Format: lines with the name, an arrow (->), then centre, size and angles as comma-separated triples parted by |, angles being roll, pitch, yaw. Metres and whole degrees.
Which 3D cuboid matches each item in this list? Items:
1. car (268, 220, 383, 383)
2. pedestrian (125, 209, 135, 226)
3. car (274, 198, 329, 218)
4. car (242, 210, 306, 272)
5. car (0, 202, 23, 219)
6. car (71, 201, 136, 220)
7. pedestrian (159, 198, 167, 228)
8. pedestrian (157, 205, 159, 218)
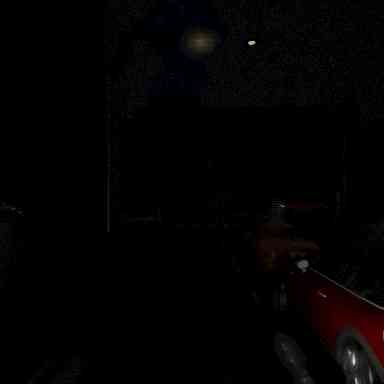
car -> 2.641, 1.441, 4.989 | 1.967, 1.590, 4.097 | 0, 0, 0
pedestrian -> -3.777, 1.149, 20.202 | 0.375, 1.860, 0.375 | 0, 0, 0
car -> 9.620, 1.349, 29.524 | 4.553, 1.767, 2.097 | 0, 0, 0
car -> 2.638, 1.529, 10.597 | 1.752, 1.417, 4.829 | 0, 0, 0
car -> -17.485, 1.572, 29.434 | 4.674, 1.442, 1.812 | 0, 0, 0
car -> -6.970, 1.484, 26.514 | 5.008, 1.535, 1.882 | 0, 0, 0
pedestrian -> -1.739, 1.302, 20.967 | 0.375, 1.860, 0.375 | 0, 0, 0
pedestrian -> -1.972, 1.301, 21.866 | 0.375, 1.860, 0.375 | 0, 0, 0
